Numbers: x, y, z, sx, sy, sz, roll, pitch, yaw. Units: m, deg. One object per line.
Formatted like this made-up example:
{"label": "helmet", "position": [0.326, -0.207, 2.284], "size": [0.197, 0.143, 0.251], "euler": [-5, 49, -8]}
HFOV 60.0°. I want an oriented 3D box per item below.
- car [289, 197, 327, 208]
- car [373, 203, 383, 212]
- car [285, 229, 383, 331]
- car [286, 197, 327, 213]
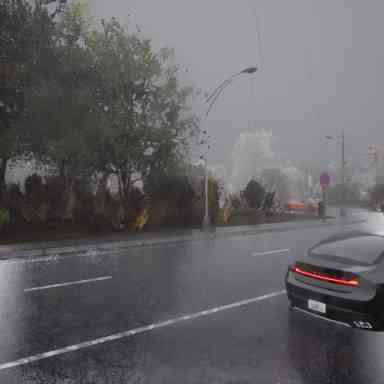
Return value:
{"label": "car", "position": [17.203, 1.543, 49.576], "size": [2.033, 1.411, 5.357], "euler": [0, 0, -32]}
{"label": "car", "position": [21.934, 1.503, 35.497], "size": [1.837, 1.490, 4.892], "euler": [0, 0, -32]}
{"label": "car", "position": [3.891, 1.504, 6.513], "size": [4.892, 1.490, 1.837], "euler": [0, 0, -35]}
{"label": "car", "position": [12.566, 1.351, 36.862], "size": [2.097, 1.767, 4.553], "euler": [0, 0, -32]}
